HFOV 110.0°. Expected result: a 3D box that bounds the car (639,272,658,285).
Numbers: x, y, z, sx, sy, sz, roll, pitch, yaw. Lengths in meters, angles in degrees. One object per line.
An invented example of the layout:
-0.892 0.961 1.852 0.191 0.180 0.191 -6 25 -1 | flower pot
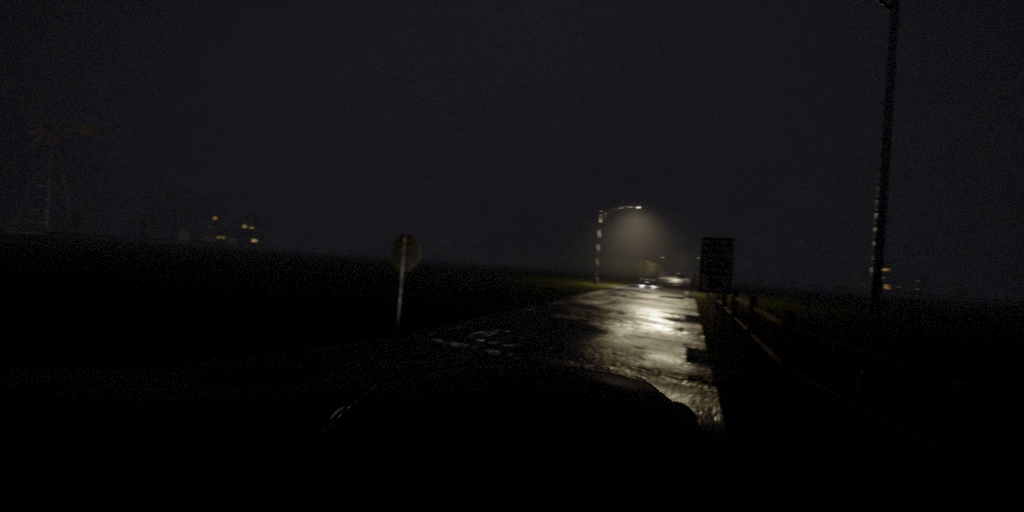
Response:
16.746 2.718 43.703 2.033 1.411 5.357 4 0 26 | car
